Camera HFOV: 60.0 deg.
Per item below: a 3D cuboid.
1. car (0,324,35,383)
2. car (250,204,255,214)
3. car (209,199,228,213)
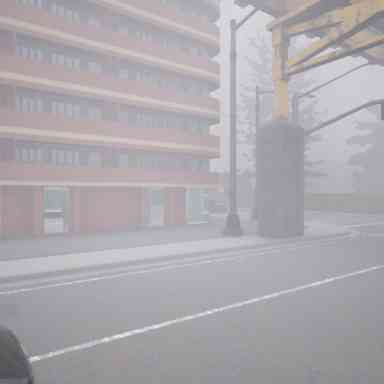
[{"bbox_3d":[-3.105,1.563,1.776,4.181,1.385,1.994,0,0,-35],"label":"car"},{"bbox_3d":[7.337,1.478,29.196,1.882,1.535,5.008,0,0,-35],"label":"car"},{"bbox_3d":[1.939,1.526,36.865,1.812,1.442,4.674,0,0,-35],"label":"car"}]
